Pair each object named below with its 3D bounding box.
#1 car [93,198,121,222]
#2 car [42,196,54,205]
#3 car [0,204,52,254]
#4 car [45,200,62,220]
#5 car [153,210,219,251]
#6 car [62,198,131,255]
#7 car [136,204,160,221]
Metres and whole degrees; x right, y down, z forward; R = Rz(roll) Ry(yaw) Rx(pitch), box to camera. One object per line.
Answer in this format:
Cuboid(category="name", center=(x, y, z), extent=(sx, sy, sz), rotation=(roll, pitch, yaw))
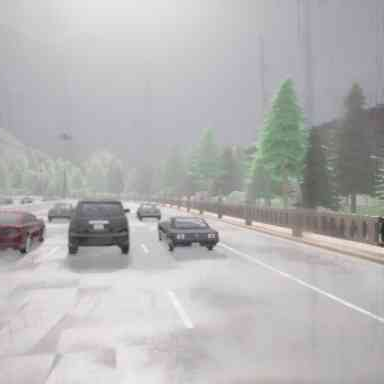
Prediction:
Cuboid(category="car", center=(-7.239, 1.469, 28.438), extent=(2.097, 1.767, 4.553), rotation=(1, -1, -13))
Cuboid(category="car", center=(-27.074, 1.599, 62.744), extent=(1.882, 1.535, 5.008), rotation=(1, 0, -21))
Cuboid(category="car", center=(-7.258, 1.485, 13.413), extent=(1.882, 1.535, 5.008), rotation=(1, 0, -13))
Cuboid(category="car", center=(-10.626, 1.616, 27.534), extent=(2.033, 1.411, 5.357), rotation=(1, 0, -13))
Cuboid(category="car", center=(-0.368, 1.706, 14.676), extent=(1.895, 1.301, 4.718), rotation=(1, 0, -13))
Cuboid(category="car", center=(-3.747, 1.271, 13.778), extent=(2.150, 2.045, 5.566), rotation=(1, 0, -13))
Cuboid(category="car", center=(-3.816, 1.716, 29.154), extent=(2.033, 1.411, 5.357), rotation=(1, 0, -13))
